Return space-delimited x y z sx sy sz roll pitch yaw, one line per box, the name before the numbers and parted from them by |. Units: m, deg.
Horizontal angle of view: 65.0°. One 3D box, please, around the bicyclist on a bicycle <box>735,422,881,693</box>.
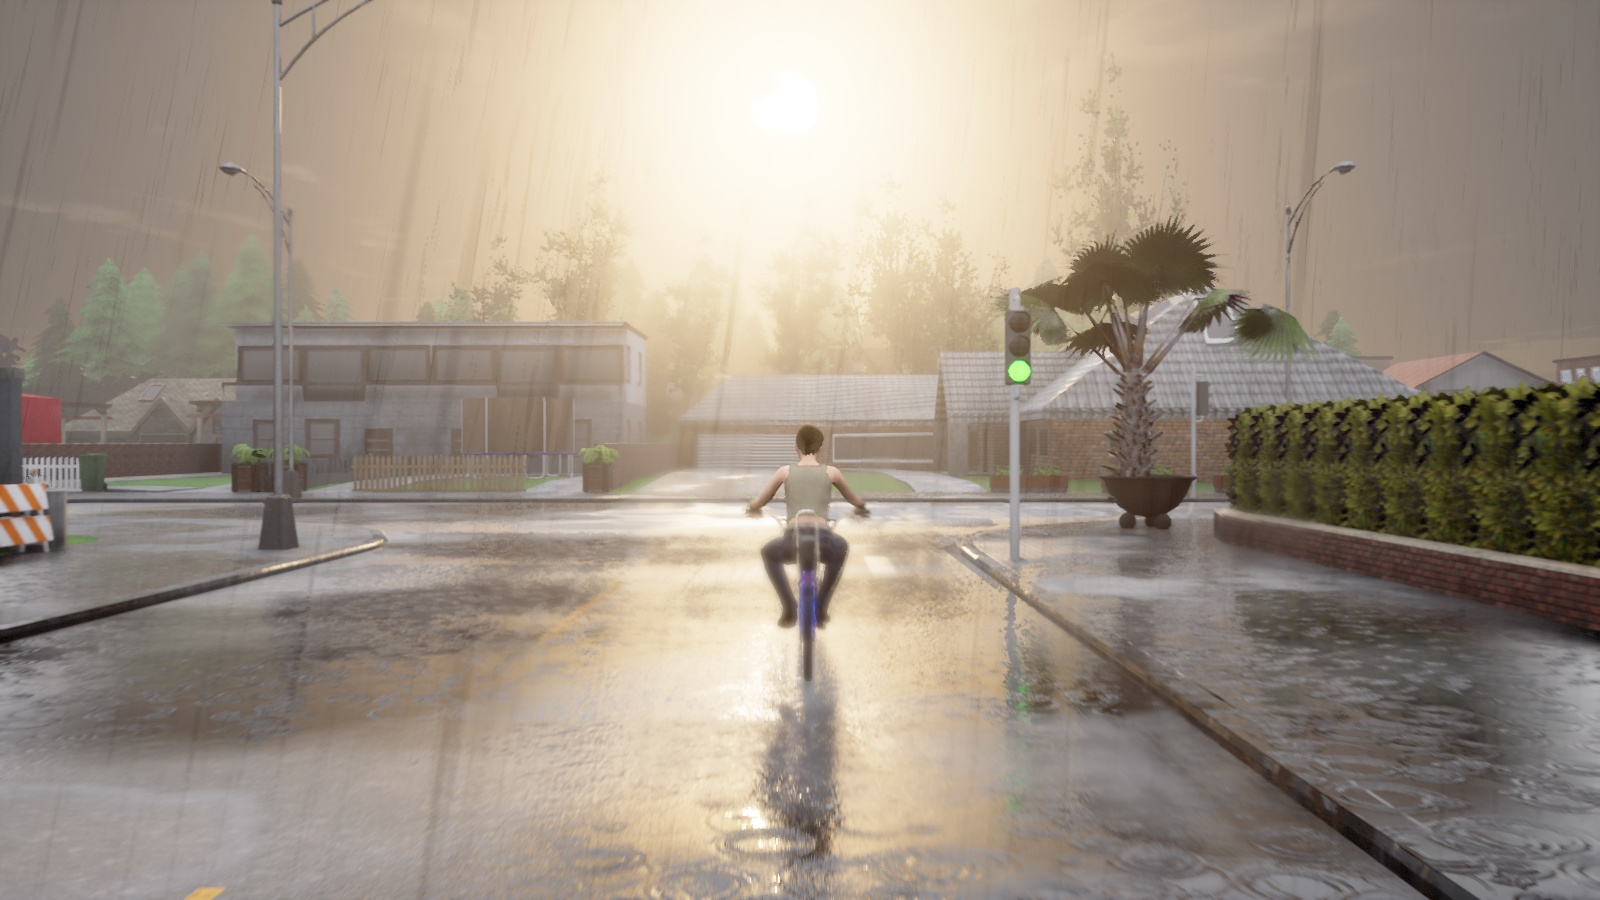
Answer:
bicyclist on a bicycle | 0.052 0.637 8.241 0.866 1.612 1.509 0 0 0
